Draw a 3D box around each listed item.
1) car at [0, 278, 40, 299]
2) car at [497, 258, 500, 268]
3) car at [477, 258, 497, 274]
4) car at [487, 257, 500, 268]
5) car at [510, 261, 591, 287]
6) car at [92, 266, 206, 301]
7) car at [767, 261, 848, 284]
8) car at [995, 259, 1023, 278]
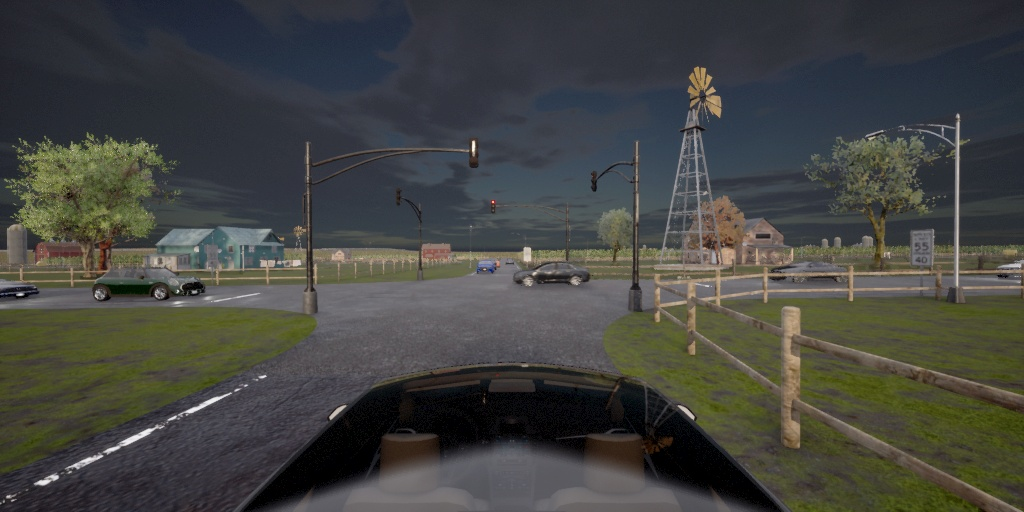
[{"bbox_3d":[-28.814,1.699,19.055,5.357,1.411,2.033,-1,1,0],"label":"car"},{"bbox_3d":[-3.120,1.293,51.878,2.033,1.411,5.357,0,0,-1],"label":"car"},{"bbox_3d":[-3.049,1.222,41.974,1.882,1.535,5.008,0,0,-1],"label":"car"},{"bbox_3d":[-3.167,1.099,61.911,2.097,1.767,4.553,0,0,0],"label":"car"},{"bbox_3d":[2.521,1.160,22.905,4.892,1.490,1.837,-1,1,0],"label":"car"},{"bbox_3d":[-19.177,1.372,19.100,4.553,1.767,2.097,-1,1,0],"label":"car"},{"bbox_3d":[18.875,0.999,22.979,4.181,1.385,1.994,-1,1,0],"label":"car"},{"bbox_3d":[34.200,0.760,23.044,4.674,1.442,1.812,-1,1,0],"label":"car"}]
